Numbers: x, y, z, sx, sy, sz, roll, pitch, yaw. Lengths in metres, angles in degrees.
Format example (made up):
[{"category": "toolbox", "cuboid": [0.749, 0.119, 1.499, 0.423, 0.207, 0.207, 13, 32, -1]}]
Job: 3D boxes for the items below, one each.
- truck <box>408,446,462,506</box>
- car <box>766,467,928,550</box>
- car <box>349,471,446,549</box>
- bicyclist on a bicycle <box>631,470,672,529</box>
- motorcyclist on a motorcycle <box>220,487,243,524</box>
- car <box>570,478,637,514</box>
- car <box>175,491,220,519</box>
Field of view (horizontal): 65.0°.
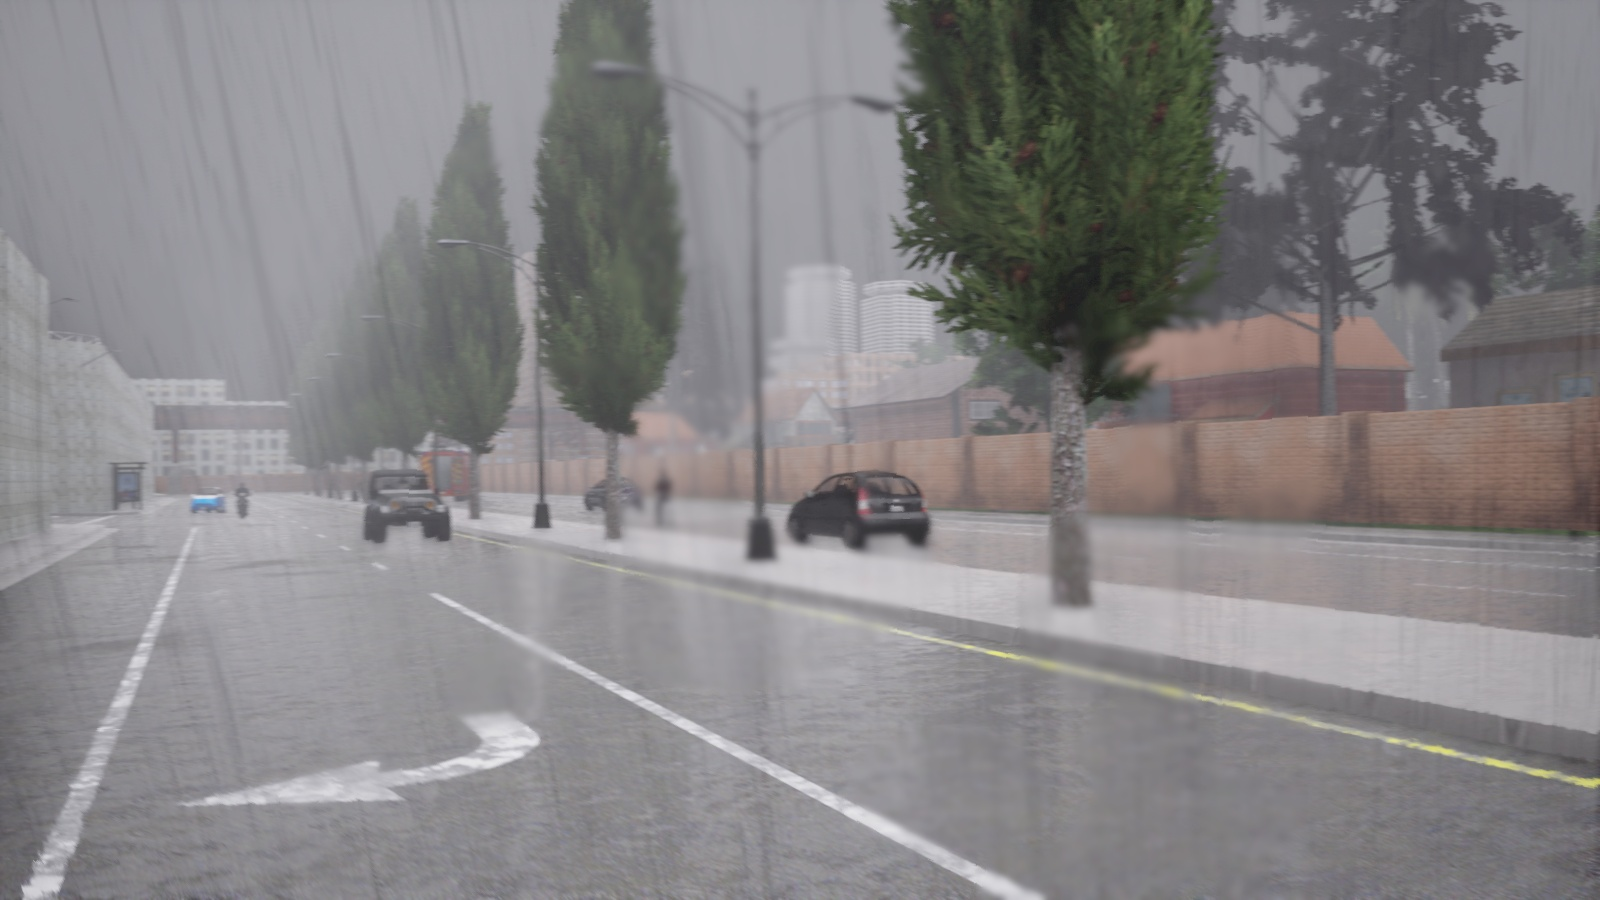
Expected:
[{"category": "truck", "cuboid": [-24.987, 1.762, 86.318, 2.891, 3.827, 8.468, -1, -1, -12]}, {"category": "car", "cuboid": [0.944, 1.225, 27.401, 1.851, 1.617, 3.988, -1, -1, -25]}, {"category": "car", "cuboid": [-10.725, 1.543, 33.301, 1.905, 1.878, 3.866, -1, -1, -25]}, {"category": "bicyclist on a bicycle", "cuboid": [-4.624, 1.527, 39.099, 0.659, 1.776, 1.843, -1, -1, -25]}, {"category": "motorcyclist on a motorcycle", "cuboid": [-24.754, 2.400, 54.644, 0.866, 1.590, 1.817, -1, -1, -25]}, {"category": "car", "cuboid": [-8.795, 2.036, 56.013, 1.816, 1.474, 4.193, -1, -1, -25]}, {"category": "car", "cuboid": [-31.249, 2.844, 65.224, 1.481, 1.376, 2.207, -1, -2, -8]}]
